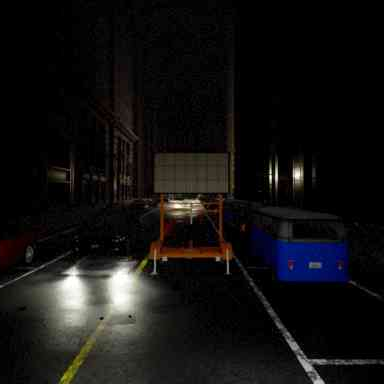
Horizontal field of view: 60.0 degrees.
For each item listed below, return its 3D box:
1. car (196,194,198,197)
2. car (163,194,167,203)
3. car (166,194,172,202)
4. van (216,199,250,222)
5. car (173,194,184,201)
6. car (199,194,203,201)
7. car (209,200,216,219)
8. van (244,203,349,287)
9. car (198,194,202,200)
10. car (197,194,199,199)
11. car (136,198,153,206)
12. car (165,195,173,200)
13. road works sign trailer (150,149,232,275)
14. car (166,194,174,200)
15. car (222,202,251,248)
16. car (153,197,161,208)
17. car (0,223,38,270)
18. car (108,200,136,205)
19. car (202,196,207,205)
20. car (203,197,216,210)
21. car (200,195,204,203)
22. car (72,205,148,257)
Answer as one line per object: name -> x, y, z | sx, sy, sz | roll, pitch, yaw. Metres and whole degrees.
car -> 2.527, 1.473, 82.143 | 1.887, 1.381, 4.507 | 1, 0, 0
car -> -5.959, 1.547, 59.623 | 1.802, 1.307, 4.206 | 1, 0, 0
car -> -5.977, 1.388, 70.871 | 1.967, 1.590, 4.097 | 1, 0, 0
van -> 2.641, 1.339, 20.271 | 1.690, 1.788, 3.998 | 1, 0, 0
car -> -3.143, 1.286, 78.425 | 2.097, 1.767, 4.553 | 0, 0, 0
car -> 2.578, 1.517, 54.019 | 1.887, 1.381, 4.507 | 1, 0, 0
car -> 2.628, 1.546, 25.896 | 2.008, 1.369, 4.403 | 1, 0, 0
van -> 2.661, 1.342, 9.021 | 1.690, 1.788, 3.998 | 1, 0, 0
car -> 2.567, 1.510, 59.644 | 1.887, 1.381, 4.507 | 1, 0, 0
car -> 2.557, 1.523, 65.269 | 1.947, 1.339, 4.313 | 1, 0, 0
car -> -5.917, 1.540, 37.124 | 2.008, 1.369, 4.403 | 1, 0, 0
car -> -6.009, 1.484, 87.745 | 1.947, 1.339, 4.313 | 1, 0, 0
road works sign trailer -> -0.019, 0.465, 10.476 | 2.380, 3.560, 2.880 | 0, 0, 0
car -> -6.018, 1.348, 93.369 | 1.967, 1.590, 4.097 | 1, 0, 0
car -> 2.650, 1.440, 14.646 | 1.967, 1.590, 4.097 | 1, 0, 0
car -> -5.937, 1.504, 48.203 | 1.752, 1.417, 4.829 | 1, 0, 0
car -> -5.867, 1.545, 9.002 | 1.887, 1.381, 4.507 | 1, 0, 0
car -> -5.897, 1.540, 25.876 | 1.887, 1.381, 4.507 | 1, 0, 0
car -> 2.598, 1.529, 42.770 | 1.887, 1.381, 4.507 | 1, 0, 0
car -> 2.608, 1.540, 37.145 | 2.008, 1.369, 4.403 | 1, 0, 0
car -> 2.588, 1.523, 48.394 | 1.887, 1.381, 4.507 | 1, 0, 0
car -> -3.124, 1.478, 13.190 | 1.882, 1.535, 5.008 | 0, 0, 0
